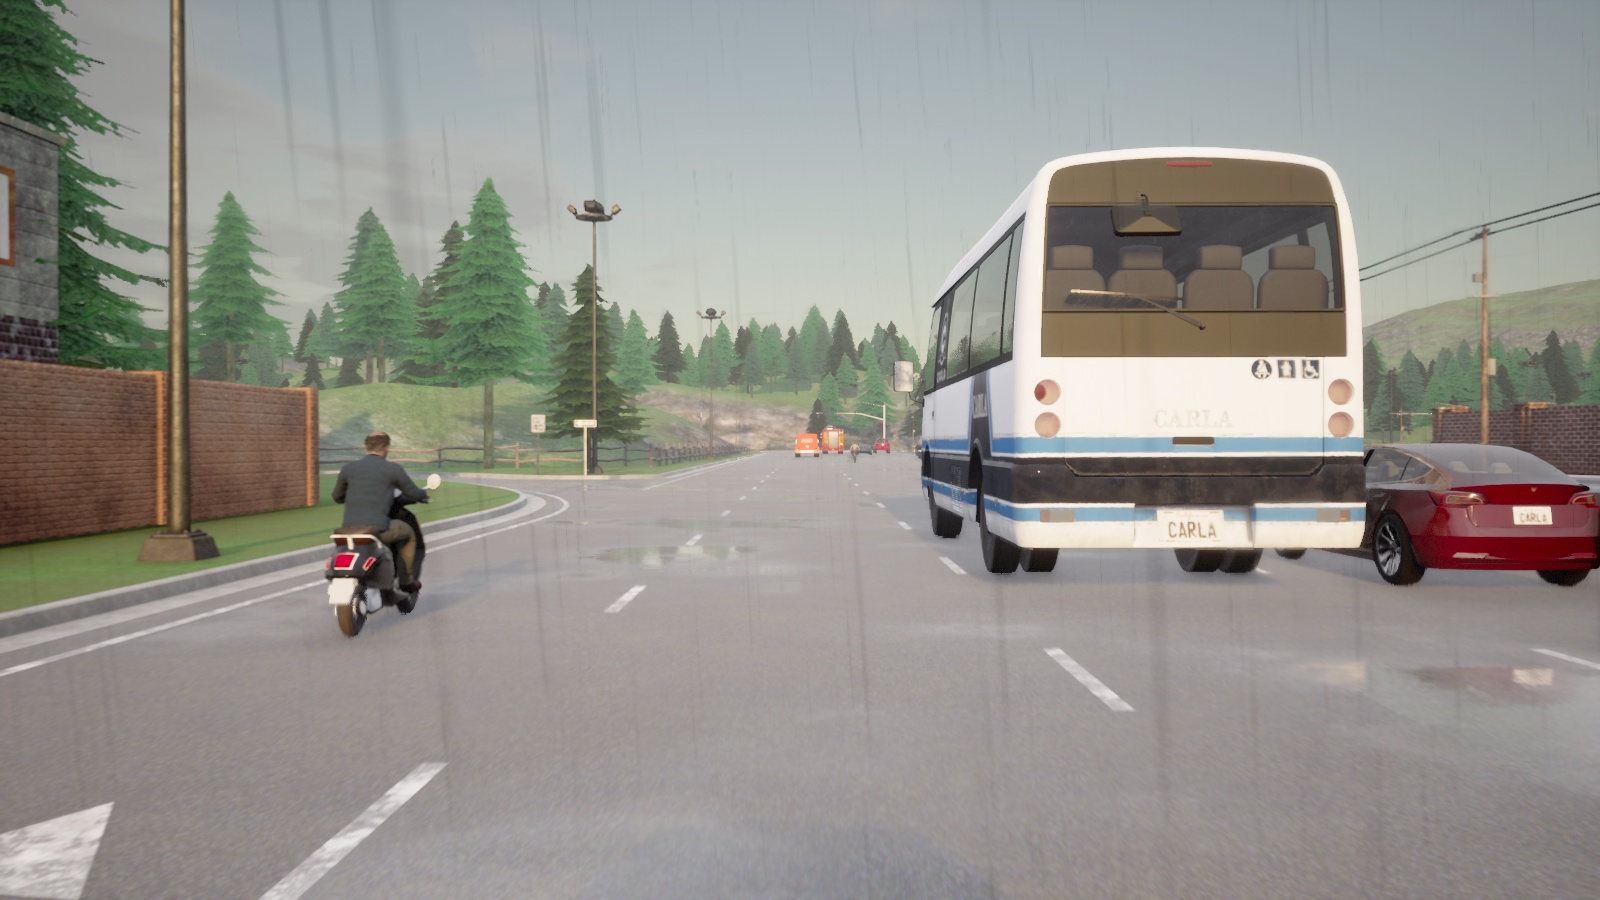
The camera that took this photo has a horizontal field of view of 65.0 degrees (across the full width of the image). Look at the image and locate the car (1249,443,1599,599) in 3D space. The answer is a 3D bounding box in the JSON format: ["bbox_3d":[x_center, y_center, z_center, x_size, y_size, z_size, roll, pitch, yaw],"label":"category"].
[{"bbox_3d":[7.097,0.671,14.459,2.163,1.488,4.792,0,0,0],"label":"car"}]

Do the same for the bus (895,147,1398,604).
[{"bbox_3d":[3.612,-0.722,16.832,3.944,4.253,10.273,0,0,0],"label":"bus"}]

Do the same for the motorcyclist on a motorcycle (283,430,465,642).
[{"bbox_3d":[-3.427,0.639,10.298,0.866,1.590,1.817,0,0,0],"label":"motorcyclist on a motorcycle"}]
